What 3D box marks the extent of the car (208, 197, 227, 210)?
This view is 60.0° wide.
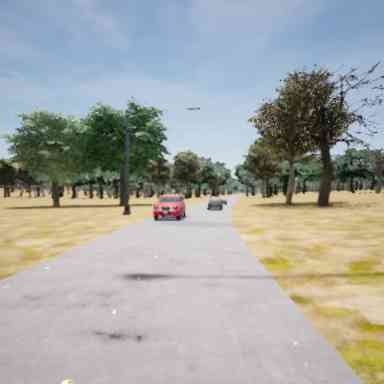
[{"bbox_3d":[3.145,1.491,44.180,2.128,1.511,4.902,0,0,7],"label":"car"}]

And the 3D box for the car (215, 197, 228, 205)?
[{"bbox_3d":[5.206,1.566,58.449,1.895,1.301,4.718,0,0,9],"label":"car"}]

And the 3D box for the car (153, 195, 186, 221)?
[{"bbox_3d":[-1.780,1.243,28.157,2.150,2.045,5.566,0,0,5],"label":"car"}]
